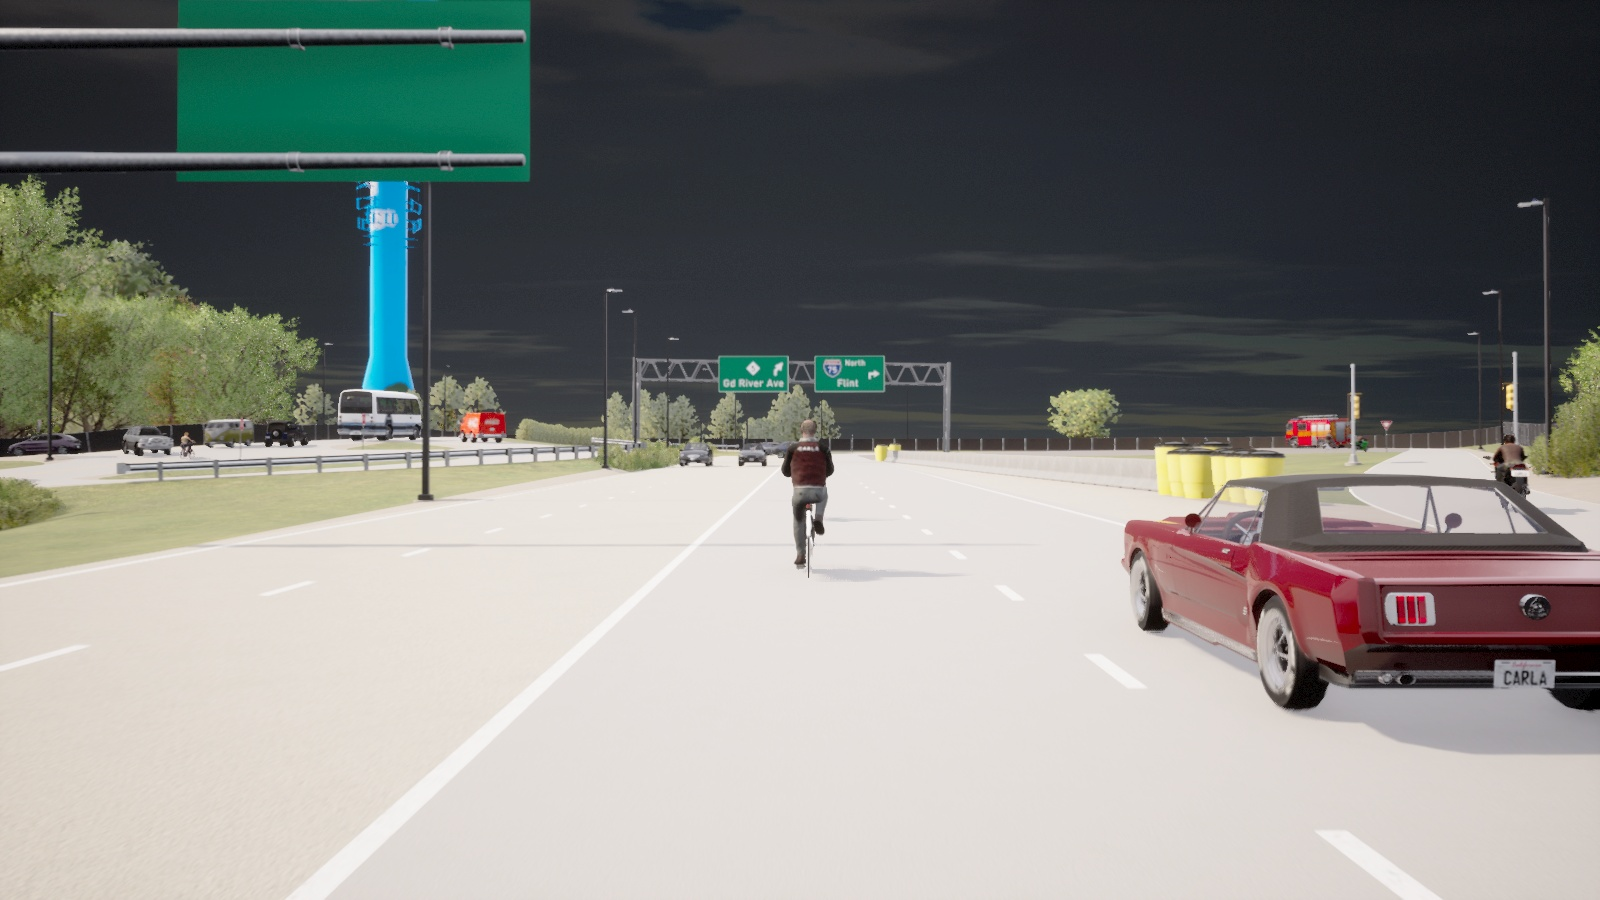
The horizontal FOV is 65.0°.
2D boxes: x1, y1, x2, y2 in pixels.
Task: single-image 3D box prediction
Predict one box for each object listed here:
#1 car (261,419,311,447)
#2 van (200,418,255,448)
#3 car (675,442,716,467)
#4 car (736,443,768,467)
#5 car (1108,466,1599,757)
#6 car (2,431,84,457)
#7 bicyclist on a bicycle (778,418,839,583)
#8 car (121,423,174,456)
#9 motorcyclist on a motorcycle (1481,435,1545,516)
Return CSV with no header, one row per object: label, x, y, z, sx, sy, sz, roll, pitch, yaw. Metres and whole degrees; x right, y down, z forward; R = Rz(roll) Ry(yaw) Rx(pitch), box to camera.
car,-36.807,-1.254,90.016,1.905,1.878,3.866,0,2,2
van,-40.255,-1.235,88.451,1.775,1.987,4.442,0,3,1
car,-6.535,0.249,79.186,2.128,1.511,4.902,0,0,0
car,-3.029,0.307,80.202,1.816,1.474,4.193,0,0,0
car,3.563,0.804,8.352,1.895,1.301,4.718,0,0,0
car,-50.220,-0.390,83.364,4.193,1.474,1.816,-3,0,-8
bicyclist on a bicycle,0.098,0.538,14.508,0.659,1.776,1.843,0,1,0
car,-40.570,-0.671,77.987,1.932,1.855,4.605,-1,3,-40
motorcyclist on a motorcycle,14.122,0.477,24.910,0.797,1.523,2.044,0,1,21
